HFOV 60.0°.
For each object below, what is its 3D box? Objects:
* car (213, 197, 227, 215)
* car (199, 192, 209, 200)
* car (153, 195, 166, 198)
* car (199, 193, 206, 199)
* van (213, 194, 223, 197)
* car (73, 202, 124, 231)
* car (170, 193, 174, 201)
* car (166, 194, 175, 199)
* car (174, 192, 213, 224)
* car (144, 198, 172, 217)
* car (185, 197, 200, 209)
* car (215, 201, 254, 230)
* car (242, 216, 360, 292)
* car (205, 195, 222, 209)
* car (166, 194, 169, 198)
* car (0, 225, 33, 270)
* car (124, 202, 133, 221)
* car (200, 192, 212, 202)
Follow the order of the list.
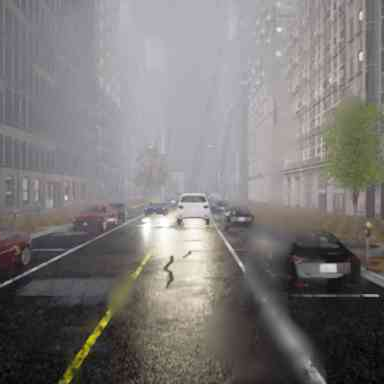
[{"bbox_3d":[2.683,1.428,31.410,1.947,1.339,4.313,0,0,0],"label":"car"},{"bbox_3d":[2.672,0.938,76.947,2.192,1.841,5.009,0,0,0],"label":"car"},{"bbox_3d":[-5.703,1.274,54.017,1.752,1.417,4.829,0,0,0],"label":"car"},{"bbox_3d":[2.668,1.082,88.501,1.752,1.417,4.829,0,0,0],"label":"car"},{"bbox_3d":[2.682,1.175,37.103,1.690,1.788,3.998,0,0,0],"label":"van"},{"bbox_3d":[-5.694,1.459,20.032,1.887,1.381,4.507,0,0,0],"label":"car"},{"bbox_3d":[-3.020,0.996,70.464,2.097,1.767,4.553,0,0,0],"label":"car"},{"bbox_3d":[-5.713,1.124,88.342,1.947,1.339,4.313,0,0,0],"label":"car"},{"bbox_3d":[0.090,1.119,23.562,2.150,2.045,5.566,0,0,0],"label":"car"},{"bbox_3d":[-3.108,1.470,29.900,1.895,1.301,4.718,0,0,0],"label":"car"},{"bbox_3d":[0.091,1.336,41.942,1.812,1.442,4.674,0,0,0],"label":"car"},{"bbox_3d":[2.686,1.480,20.026,1.947,1.339,4.313,0,0,0],"label":"car"},{"bbox_3d":[2.689,1.529,8.642,1.947,1.339,4.313,0,0,0],"label":"car"},{"bbox_3d":[2.681,1.246,42.794,1.967,1.590,4.097,0,0,0],"label":"car"},{"bbox_3d":[-5.705,1.268,59.881,2.008,1.369,4.403,0,0,0],"label":"car"},{"bbox_3d":[-5.691,1.545,8.647,1.802,1.307,4.206,0,0,0],"label":"car"},{"bbox_3d":[-5.696,1.454,25.724,1.947,1.339,4.313,0,0,0],"label":"car"},{"bbox_3d":[2.676,1.001,65.562,2.192,1.841,5.009,0,0,0],"label":"car"}]
